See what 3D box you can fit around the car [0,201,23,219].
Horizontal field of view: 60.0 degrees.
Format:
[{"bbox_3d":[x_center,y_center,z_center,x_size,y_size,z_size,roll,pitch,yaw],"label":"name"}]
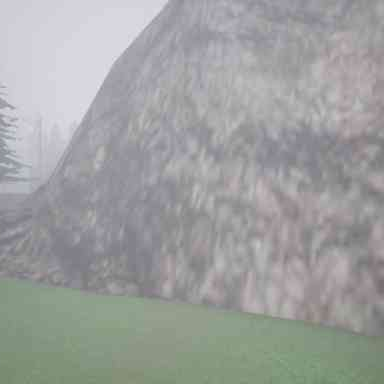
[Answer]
[{"bbox_3d":[-16.156,1.491,26.671,2.128,1.511,4.902,0,0,29],"label":"car"}]
